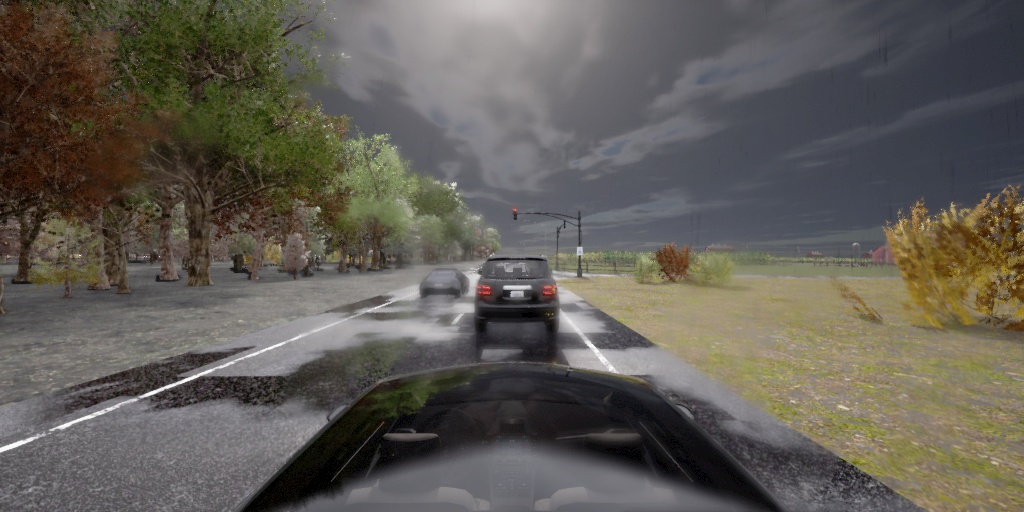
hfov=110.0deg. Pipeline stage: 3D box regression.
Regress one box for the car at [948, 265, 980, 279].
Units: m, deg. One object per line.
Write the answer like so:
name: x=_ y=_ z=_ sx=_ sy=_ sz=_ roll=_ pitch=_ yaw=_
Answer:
car: x=48.590 y=1.783 z=39.226 sx=4.892 sy=1.490 sz=1.837 roll=1 pitch=-1 yaw=0

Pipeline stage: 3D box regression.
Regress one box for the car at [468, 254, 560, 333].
car: x=0.119 y=0.974 z=10.945 sx=2.150 sy=2.045 sz=5.566 roll=0 pitch=0 yaw=0

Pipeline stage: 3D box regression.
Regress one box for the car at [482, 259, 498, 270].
car: x=-3.296 y=1.249 z=54.970 sx=2.128 sy=1.511 sz=4.902 roll=0 pitch=0 yaw=0

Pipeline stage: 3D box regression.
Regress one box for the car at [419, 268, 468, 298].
car: x=-3.367 y=1.318 z=18.501 sx=1.994 sy=1.385 sz=4.181 roll=0 pitch=0 yaw=0
